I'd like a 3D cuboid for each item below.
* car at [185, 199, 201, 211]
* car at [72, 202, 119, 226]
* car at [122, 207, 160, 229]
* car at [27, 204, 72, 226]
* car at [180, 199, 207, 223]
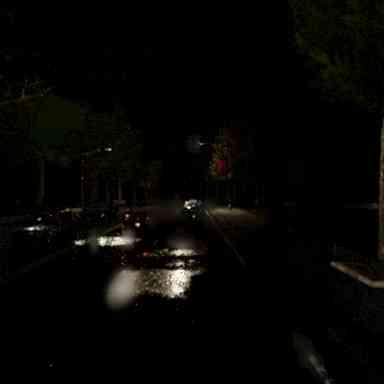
[{"bbox_3d":[0.129,1.591,42.594,1.994,1.385,4.181,0,0,0],"label":"car"},{"bbox_3d":[-6.566,1.469,23.741,1.882,1.535,5.008,0,0,0],"label":"car"},{"bbox_3d":[-3.135,1.593,21.490,1.895,1.301,4.718,0,0,0],"label":"car"},{"bbox_3d":[-9.817,1.555,23.404,1.994,1.385,4.181,0,0,0],"label":"car"},{"bbox_3d":[0.117,1.484,25.426,2.128,1.511,4.902,0,0,0],"label":"car"}]
